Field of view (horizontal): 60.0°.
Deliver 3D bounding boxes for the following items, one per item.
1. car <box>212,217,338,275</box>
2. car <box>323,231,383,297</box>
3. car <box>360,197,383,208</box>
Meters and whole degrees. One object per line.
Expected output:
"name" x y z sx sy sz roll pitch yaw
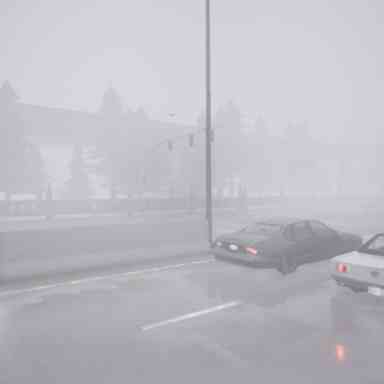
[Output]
"car" 3.145 1.502 10.293 5.357 1.411 2.033 0 0 -36
"car" 5.249 1.556 7.492 4.718 1.301 1.895 0 0 -36
"car" 23.234 1.321 42.054 4.718 1.301 1.895 0 0 -35
